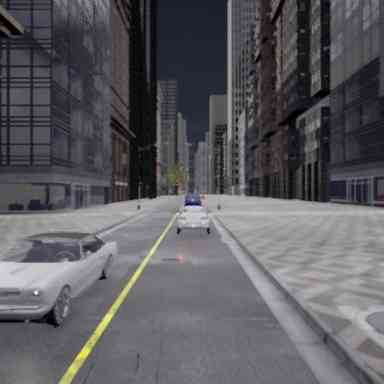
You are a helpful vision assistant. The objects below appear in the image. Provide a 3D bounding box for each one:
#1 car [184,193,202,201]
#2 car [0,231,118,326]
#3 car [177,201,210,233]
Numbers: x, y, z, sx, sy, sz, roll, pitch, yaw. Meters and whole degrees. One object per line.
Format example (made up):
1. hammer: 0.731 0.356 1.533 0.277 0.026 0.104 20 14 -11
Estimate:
1. car: 0.118 1.165 44.956 2.150 2.045 5.566 0 0 0
2. car: -3.041 1.594 7.149 1.895 1.301 4.718 0 0 1
3. car: 0.088 1.505 19.513 1.812 1.442 4.674 0 0 0
